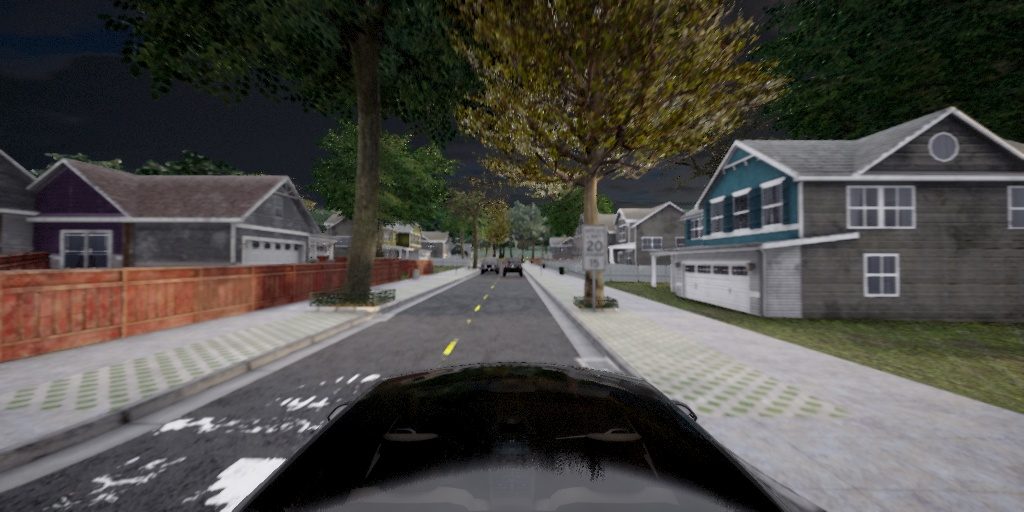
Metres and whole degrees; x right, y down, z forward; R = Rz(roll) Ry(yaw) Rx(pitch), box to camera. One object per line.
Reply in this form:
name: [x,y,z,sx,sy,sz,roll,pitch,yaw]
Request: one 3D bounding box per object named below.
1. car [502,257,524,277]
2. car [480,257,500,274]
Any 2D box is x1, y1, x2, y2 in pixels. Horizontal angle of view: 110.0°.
car: [0.091,1.161,39.497,2.150,2.045,5.566,0,0,0]
car: [-2.647,1.178,44.450,2.150,2.045,5.566,0,0,0]
